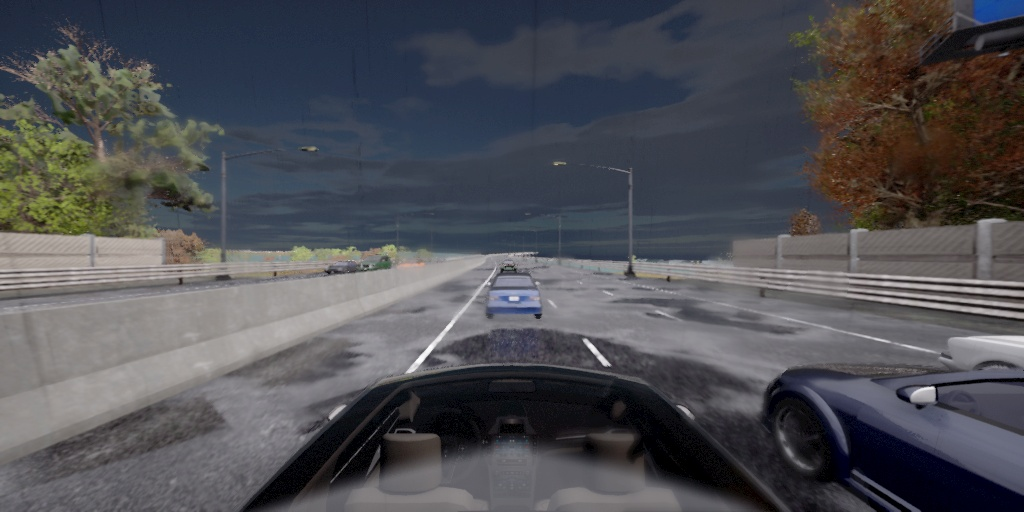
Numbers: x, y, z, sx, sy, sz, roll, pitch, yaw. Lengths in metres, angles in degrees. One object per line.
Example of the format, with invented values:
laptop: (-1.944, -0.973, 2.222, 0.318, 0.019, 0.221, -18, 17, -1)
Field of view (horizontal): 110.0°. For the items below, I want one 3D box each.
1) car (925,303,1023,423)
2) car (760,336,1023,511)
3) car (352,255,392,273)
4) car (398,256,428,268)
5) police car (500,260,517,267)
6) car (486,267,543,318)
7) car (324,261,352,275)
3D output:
car: (7.094, 1.349, 2.979, 1.895, 1.301, 4.718, 0, 0, 0)
car: (3.591, 1.313, 2.019, 1.994, 1.385, 4.181, 0, 0, 0)
car: (-14.489, 0.955, 38.104, 2.150, 2.045, 5.566, 0, 0, -1)
car: (-11.015, 1.084, 39.442, 2.097, 1.767, 4.553, 0, 0, -1)
police car: (-0.415, 1.232, 43.559, 2.038, 1.542, 4.974, 0, 0, -1)
car: (0.055, 1.295, 13.003, 2.033, 1.411, 5.357, 0, 0, 0)
car: (-17.997, 1.283, 38.542, 2.033, 1.411, 5.357, 0, 0, -1)
